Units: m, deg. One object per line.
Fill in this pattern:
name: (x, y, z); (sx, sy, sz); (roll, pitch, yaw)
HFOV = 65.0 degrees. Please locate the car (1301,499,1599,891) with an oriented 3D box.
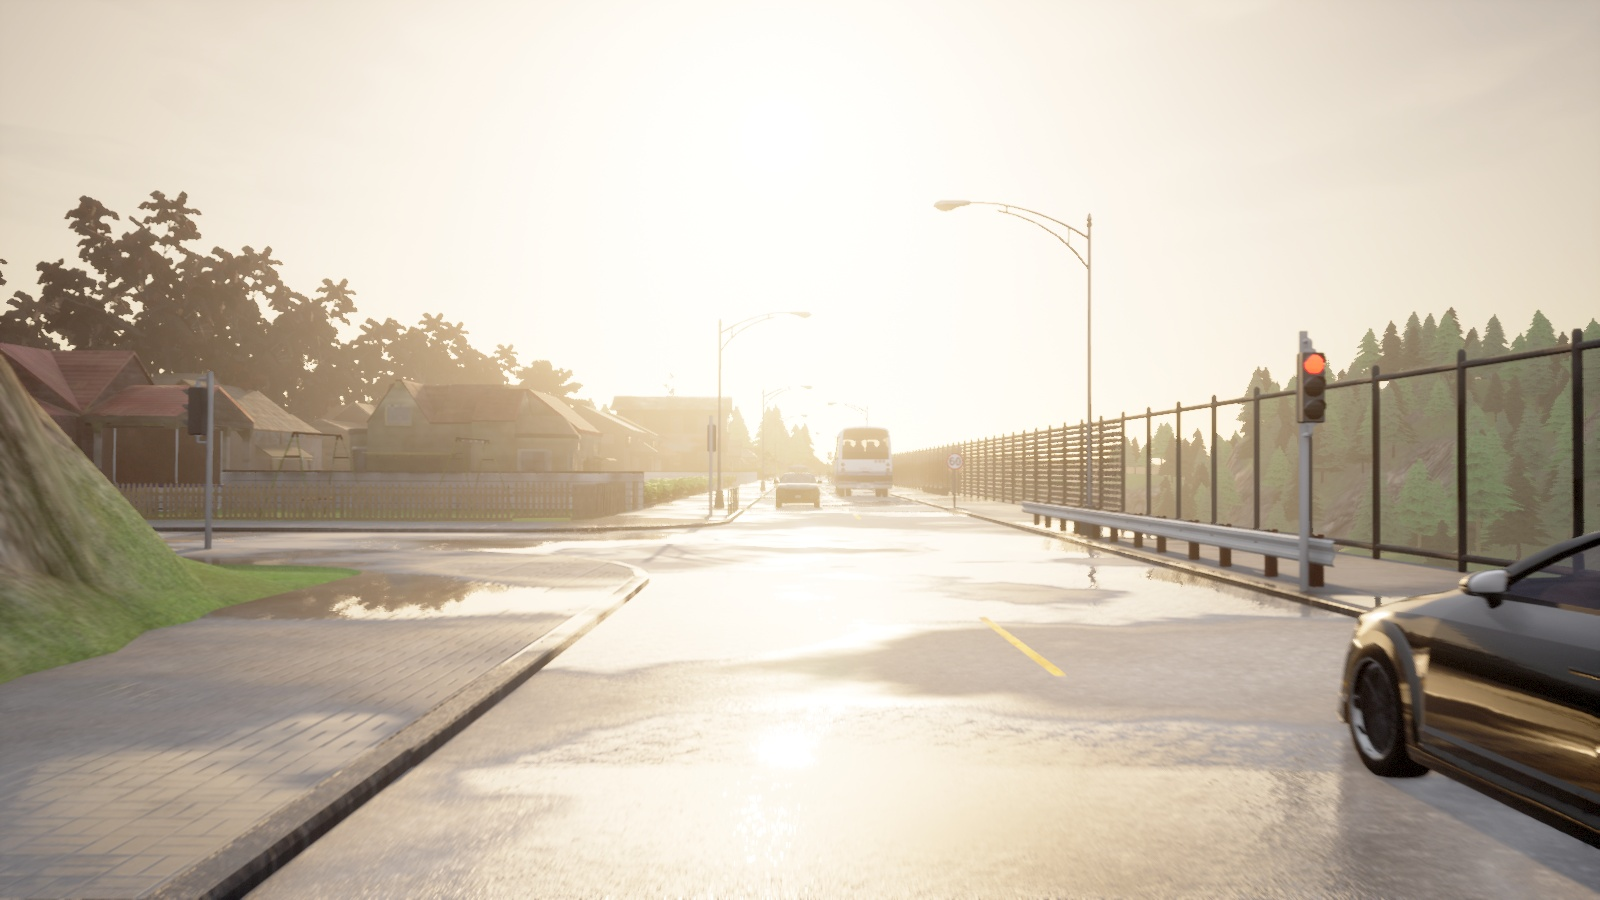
car: (3.961, 0.952, 5.308); (1.994, 1.385, 4.181); (0, -1, 0)

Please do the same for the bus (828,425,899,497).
bus: (3.886, 0.759, 79.775); (3.944, 4.253, 10.273); (0, -1, 0)

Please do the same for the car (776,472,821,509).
car: (-0.071, 1.709, 54.679); (1.882, 1.535, 5.008); (0, -1, 0)
